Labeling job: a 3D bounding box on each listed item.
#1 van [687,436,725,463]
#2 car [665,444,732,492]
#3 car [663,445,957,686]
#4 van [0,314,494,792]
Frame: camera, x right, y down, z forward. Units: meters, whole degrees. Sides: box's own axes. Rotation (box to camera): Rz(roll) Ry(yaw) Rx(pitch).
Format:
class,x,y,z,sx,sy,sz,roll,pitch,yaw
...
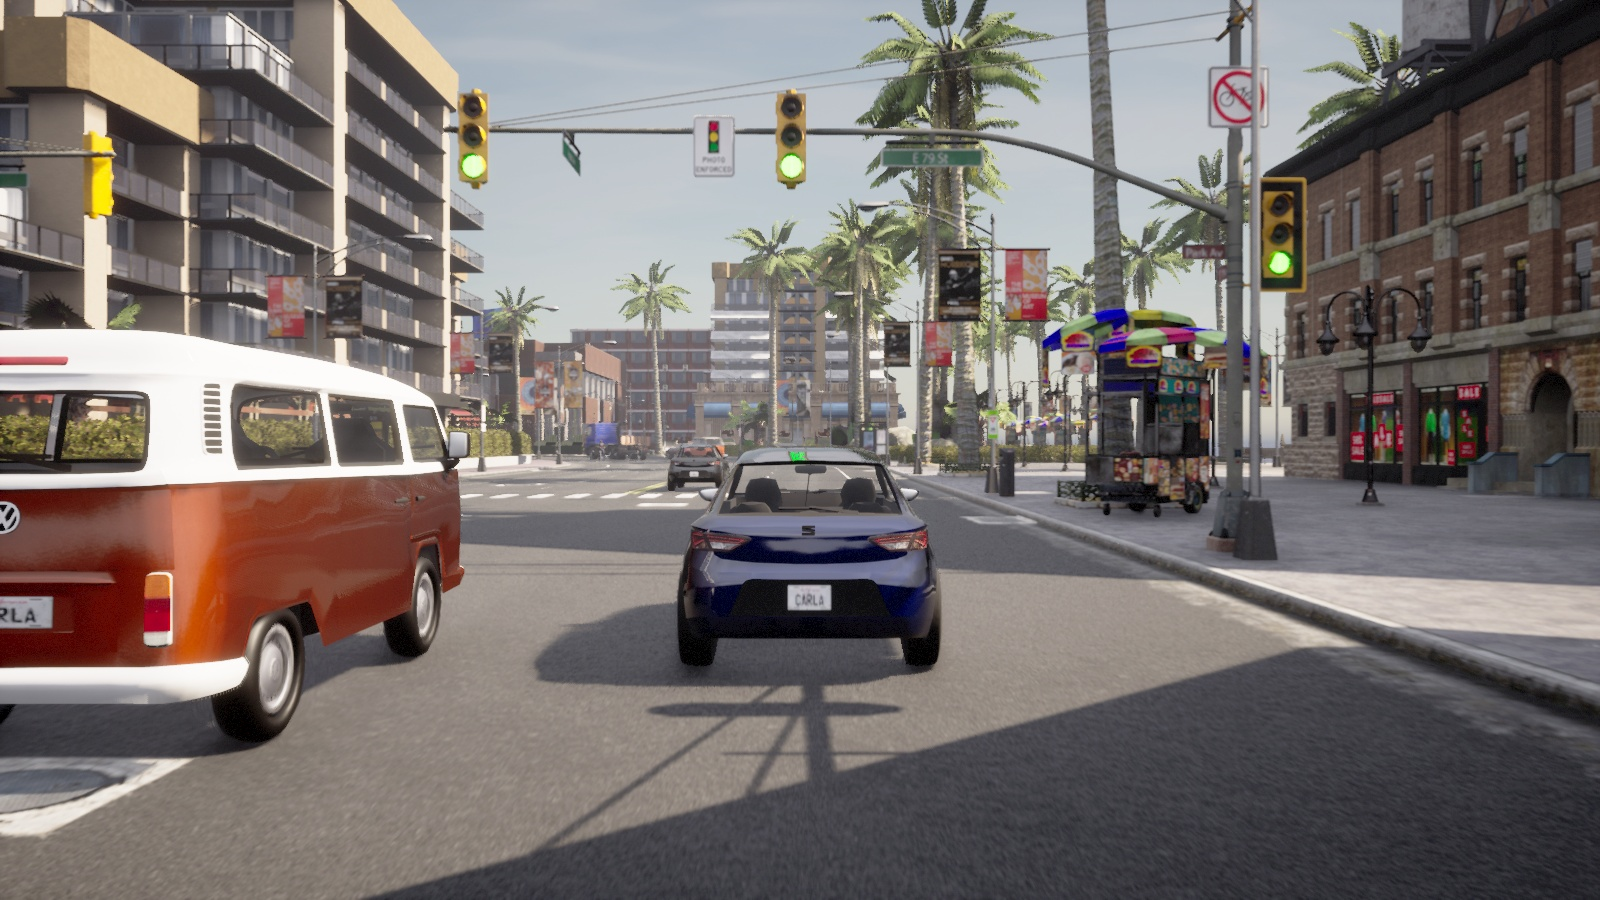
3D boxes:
class,x,y,z,sx,sy,sz,roll,pitch,yaw
van,-7.257,-0.046,96.874,1.775,1.987,4.442,0,0,-20
car,-3.252,0.530,40.820,1.816,1.474,4.193,0,0,0
car,0.071,0.705,9.849,1.816,1.474,4.193,0,0,0
van,-3.442,0.425,7.597,2.069,2.038,4.480,0,0,0
